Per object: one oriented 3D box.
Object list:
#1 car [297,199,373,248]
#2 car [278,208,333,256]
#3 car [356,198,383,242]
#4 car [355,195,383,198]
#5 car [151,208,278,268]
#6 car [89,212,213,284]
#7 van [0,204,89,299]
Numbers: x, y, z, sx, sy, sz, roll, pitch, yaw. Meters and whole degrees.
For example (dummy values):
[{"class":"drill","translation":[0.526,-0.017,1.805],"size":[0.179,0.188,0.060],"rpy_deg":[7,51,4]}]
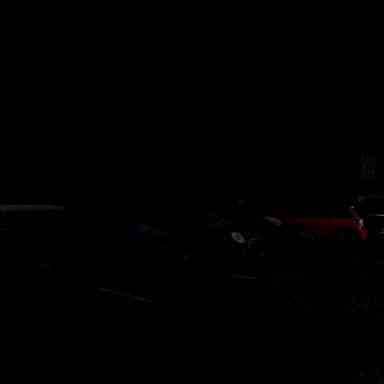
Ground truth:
[{"class":"car","translation":[5.199,1.348,14.783],"size":[4.553,1.767,2.185],"rpy_deg":[-1,0,35]},{"class":"car","translation":[2.726,1.516,13.070],"size":[4.674,1.452,2.002],"rpy_deg":[-1,-1,35]},{"class":"car","translation":[7.649,1.346,16.518],"size":[4.553,1.767,2.185],"rpy_deg":[-1,-1,35]},{"class":"car","translation":[12.553,1.219,19.999],"size":[5.566,2.045,2.435],"rpy_deg":[-1,-1,35]},{"class":"car","translation":[0.253,1.354,11.356],"size":[4.553,1.767,2.185],"rpy_deg":[-1,-1,35]},{"class":"car","translation":[-2.172,1.482,9.584],"size":[5.008,1.535,2.097],"rpy_deg":[-1,-1,35]},{"class":"van","translation":[-4.723,1.261,7.916],"size":[4.442,1.987,1.878],"rpy_deg":[-1,-1,35]}]
